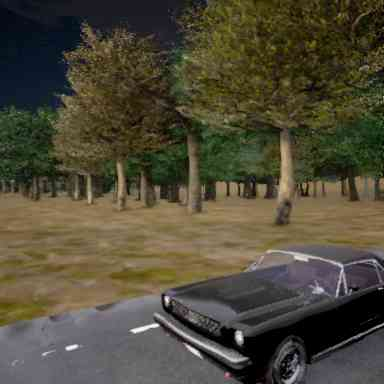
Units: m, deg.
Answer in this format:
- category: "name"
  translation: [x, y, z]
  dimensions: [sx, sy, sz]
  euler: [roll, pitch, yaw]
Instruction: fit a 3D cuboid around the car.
- category: "car"
  translation: [1.814, 1.591, 5.286]
  dimensions: [4.718, 1.301, 1.895]
  euler: [0, 0, -36]
